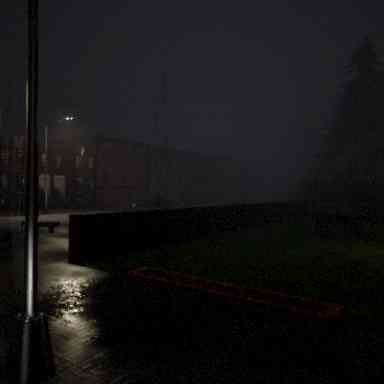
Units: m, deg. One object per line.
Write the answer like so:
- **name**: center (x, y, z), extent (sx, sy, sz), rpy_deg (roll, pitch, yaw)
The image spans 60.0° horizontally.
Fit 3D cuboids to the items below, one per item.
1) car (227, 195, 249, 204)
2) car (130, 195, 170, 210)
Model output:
- **car**: center (7.256, 1.157, 51.527), extent (1.812, 1.442, 4.674), rpy_deg (1, 1, 36)
- **car**: center (-4.416, 1.118, 35.391), extent (2.128, 1.511, 4.902), rpy_deg (1, 1, 36)
